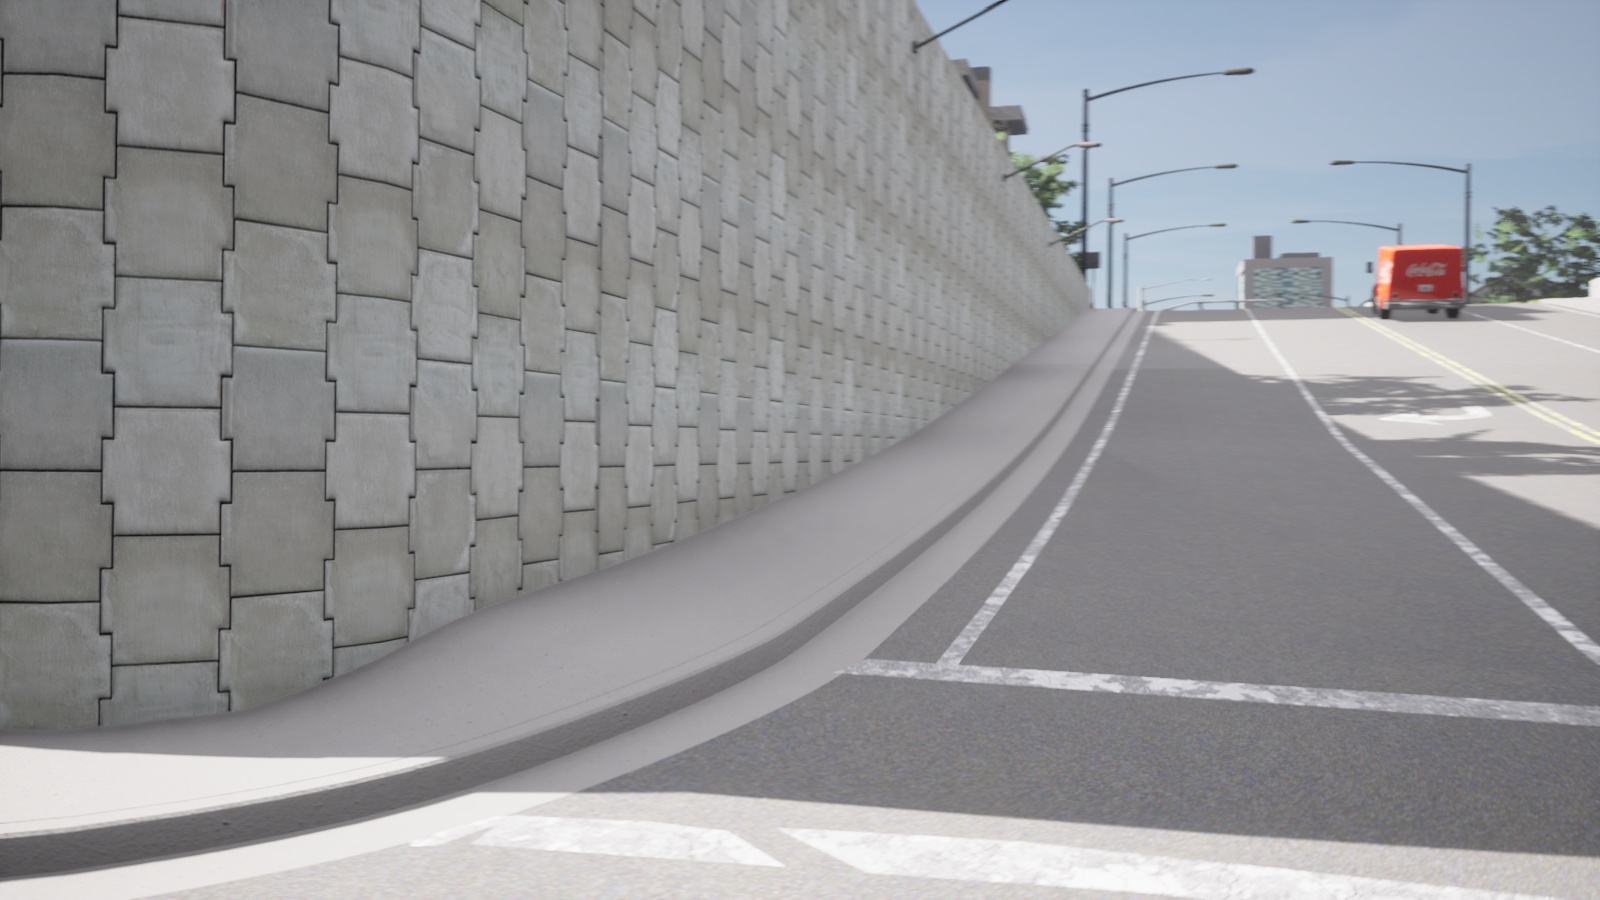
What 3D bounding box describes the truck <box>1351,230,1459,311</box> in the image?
[{"bbox_3d":[21.253,-6.398,44.354,2.627,2.467,5.204,-1,10,17],"label":"truck"}]
